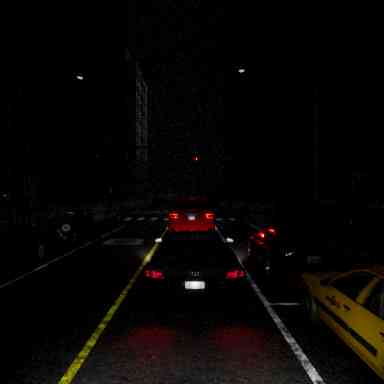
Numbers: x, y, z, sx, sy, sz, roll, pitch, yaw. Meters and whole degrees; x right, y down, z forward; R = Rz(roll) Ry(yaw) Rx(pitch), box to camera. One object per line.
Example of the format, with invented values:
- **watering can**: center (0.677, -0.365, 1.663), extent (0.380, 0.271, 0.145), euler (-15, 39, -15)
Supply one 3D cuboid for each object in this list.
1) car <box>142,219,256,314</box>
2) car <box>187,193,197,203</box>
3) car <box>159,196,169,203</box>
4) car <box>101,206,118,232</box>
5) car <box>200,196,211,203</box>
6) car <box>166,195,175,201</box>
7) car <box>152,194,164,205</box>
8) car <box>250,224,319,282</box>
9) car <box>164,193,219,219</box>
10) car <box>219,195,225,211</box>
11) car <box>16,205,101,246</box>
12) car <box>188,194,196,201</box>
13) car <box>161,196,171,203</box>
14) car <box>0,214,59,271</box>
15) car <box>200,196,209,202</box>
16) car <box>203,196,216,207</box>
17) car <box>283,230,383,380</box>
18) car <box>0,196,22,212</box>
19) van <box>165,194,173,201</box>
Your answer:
- **car**: center (0.054, 1.565, 7.710), extent (1.994, 1.385, 4.181), euler (0, 0, 0)
- **car**: center (-0.043, 1.253, 73.448), extent (2.150, 2.045, 5.566), euler (0, 0, 0)
- **car**: center (-5.810, 1.607, 68.773), extent (1.802, 1.307, 4.206), euler (0, 0, 0)
- **car**: center (-5.778, 1.528, 20.320), extent (1.752, 1.417, 4.829), euler (0, 0, 0)
- **car**: center (2.716, 1.576, 68.779), extent (2.008, 1.369, 4.403), euler (0, 0, 0)
- **car**: center (-5.824, 1.592, 90.524), extent (2.008, 1.369, 4.403), euler (0, 0, 0)
- **car**: center (-5.803, 1.333, 57.898), extent (2.192, 1.841, 5.009), euler (0, 0, 0)
- **car**: center (2.755, 1.567, 9.584), extent (1.947, 1.339, 4.313), euler (0, 0, 0)
- **car**: center (-0.008, 1.224, 17.130), extent (2.150, 2.045, 5.566), euler (0, 0, 0)
- **car**: center (0.704, 1.268, 35.183), extent (5.566, 2.045, 2.150), euler (1, 0, 0)
- **car**: center (-5.774, 1.442, 15.033), extent (1.967, 1.590, 4.097), euler (0, 0, 0)
- **car**: center (-0.060, 1.395, 89.007), extent (2.097, 1.767, 4.553), euler (0, 0, 0)
- **car**: center (-5.813, 1.554, 74.041), extent (1.752, 1.417, 4.829), euler (0, 0, 0)
- **car**: center (-5.771, 1.545, 9.576), extent (1.887, 1.381, 4.507), euler (0, 0, 0)
- **car**: center (2.712, 1.573, 74.216), extent (1.887, 1.381, 4.507), euler (0, 0, 0)
- **car**: center (2.726, 1.455, 52.466), extent (1.967, 1.590, 4.097), euler (0, 0, 0)
- **car**: center (2.758, 1.526, 4.297), extent (1.752, 1.417, 4.829), euler (0, 0, 0)
- **car**: center (-17.940, 1.173, 31.941), extent (4.902, 1.511, 2.128), euler (1, 0, 0)
- **van**: center (-5.821, 1.378, 85.086), extent (1.690, 1.788, 3.998), euler (0, 0, 0)
